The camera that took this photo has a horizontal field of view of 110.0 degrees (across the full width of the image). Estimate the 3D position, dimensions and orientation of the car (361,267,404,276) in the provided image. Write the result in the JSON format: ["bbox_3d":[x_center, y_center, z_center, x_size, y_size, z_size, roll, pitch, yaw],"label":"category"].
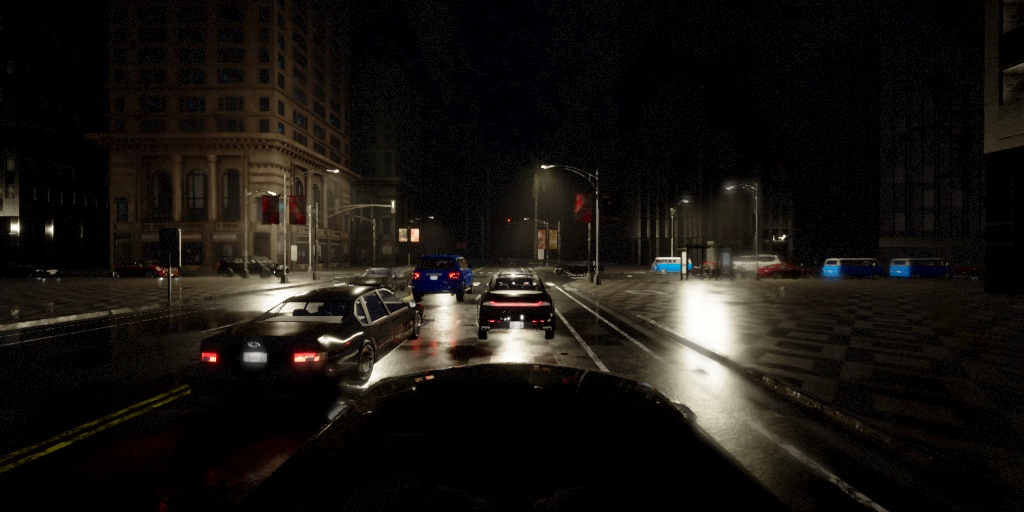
[{"bbox_3d":[-6.821,1.297,18.880,2.033,1.411,5.357,0,0,-3],"label":"car"}]

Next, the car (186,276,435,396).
[{"bbox_3d":[-3.149,1.297,6.925,2.033,1.411,5.357,0,0,0],"label":"car"}]

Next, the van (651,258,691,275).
[{"bbox_3d":[17.054,1.065,38.375,3.998,1.789,1.690,0,0,0],"label":"van"}]

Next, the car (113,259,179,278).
[{"bbox_3d":[-33.172,1.137,32.586,4.553,1.767,2.097,0,0,0],"label":"car"}]

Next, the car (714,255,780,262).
[{"bbox_3d":[23.719,0.948,35.715,5.566,2.045,2.150,0,0,0],"label":"car"}]

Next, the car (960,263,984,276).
[{"bbox_3d":[47.205,1.322,35.643,4.718,1.301,1.895,0,0,0],"label":"car"}]

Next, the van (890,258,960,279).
[{"bbox_3d":[34.093,1.080,29.862,3.998,1.789,1.690,0,0,0],"label":"van"}]

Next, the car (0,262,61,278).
[{"bbox_3d":[-44.230,1.289,32.644,4.902,1.511,2.128,0,0,1],"label":"car"}]

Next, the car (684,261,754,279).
[{"bbox_3d":[17.061,1.299,29.850,4.403,1.370,2.007,0,0,0],"label":"car"}]

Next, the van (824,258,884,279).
[{"bbox_3d":[28.416,1.082,29.858,3.998,1.789,1.690,0,0,0],"label":"van"}]

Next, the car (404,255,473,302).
[{"bbox_3d":[-3.156,0.972,17.166,2.150,2.045,5.566,0,0,0],"label":"car"}]

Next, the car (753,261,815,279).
[{"bbox_3d":[22.739,1.326,29.854,4.207,1.307,1.802,0,0,0],"label":"car"}]

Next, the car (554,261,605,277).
[{"bbox_3d":[6.598,1.233,35.223,4.902,1.511,2.128,0,0,-8],"label":"car"}]

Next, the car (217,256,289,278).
[{"bbox_3d":[-23.454,0.996,32.536,5.566,2.045,2.150,0,0,0],"label":"car"}]

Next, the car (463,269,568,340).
[{"bbox_3d":[0.092,1.240,9.994,2.128,1.511,4.902,0,0,0],"label":"car"}]
